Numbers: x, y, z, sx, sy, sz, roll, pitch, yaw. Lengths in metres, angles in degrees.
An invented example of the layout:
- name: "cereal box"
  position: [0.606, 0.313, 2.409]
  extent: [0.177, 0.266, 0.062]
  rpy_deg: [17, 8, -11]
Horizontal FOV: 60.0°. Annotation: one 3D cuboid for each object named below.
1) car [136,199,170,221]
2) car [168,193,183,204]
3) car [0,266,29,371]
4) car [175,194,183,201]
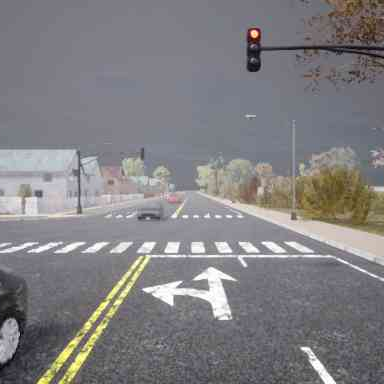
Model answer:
- name: "car"
  position: [-3.255, 1.551, 27.287]
  extent: [2.033, 1.411, 5.357]
  rpy_deg: [0, 0, 0]
- name: "car"
  position: [-3.241, 1.255, 61.981]
  extent: [2.150, 2.045, 5.566]
  rpy_deg: [0, 2, 0]
- name: "car"
  position: [-3.249, 1.526, 2.861]
  extent: [1.837, 1.490, 4.892]
  rpy_deg: [0, 0, 0]
- name: "car"
  position: [-3.237, 1.352, 82.354]
  extent: [1.882, 1.535, 5.008]
  rpy_deg: [0, 0, 0]
